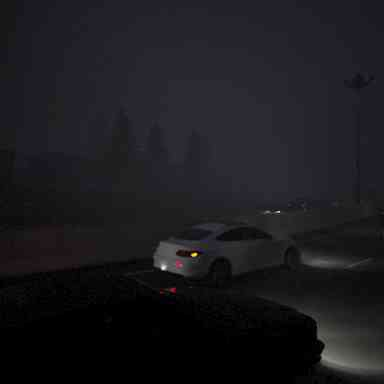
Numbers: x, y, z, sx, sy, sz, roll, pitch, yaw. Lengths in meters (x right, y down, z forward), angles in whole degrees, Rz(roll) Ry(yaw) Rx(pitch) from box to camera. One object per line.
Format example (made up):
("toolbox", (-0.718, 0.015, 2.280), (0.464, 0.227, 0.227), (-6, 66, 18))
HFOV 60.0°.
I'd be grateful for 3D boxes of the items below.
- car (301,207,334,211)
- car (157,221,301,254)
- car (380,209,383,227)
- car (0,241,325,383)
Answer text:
("car", (11.803, 1.565, 30.764), (1.812, 1.442, 4.674), (0, 0, 37))
("car", (1.125, 1.542, 9.331), (4.674, 1.442, 1.812), (0, 0, -39))
("car", (14.208, 1.372, 22.336), (2.097, 1.767, 4.553), (0, 0, 41))
("car", (-1.009, 1.556, 3.126), (5.357, 1.411, 2.033), (0, 0, -37))
